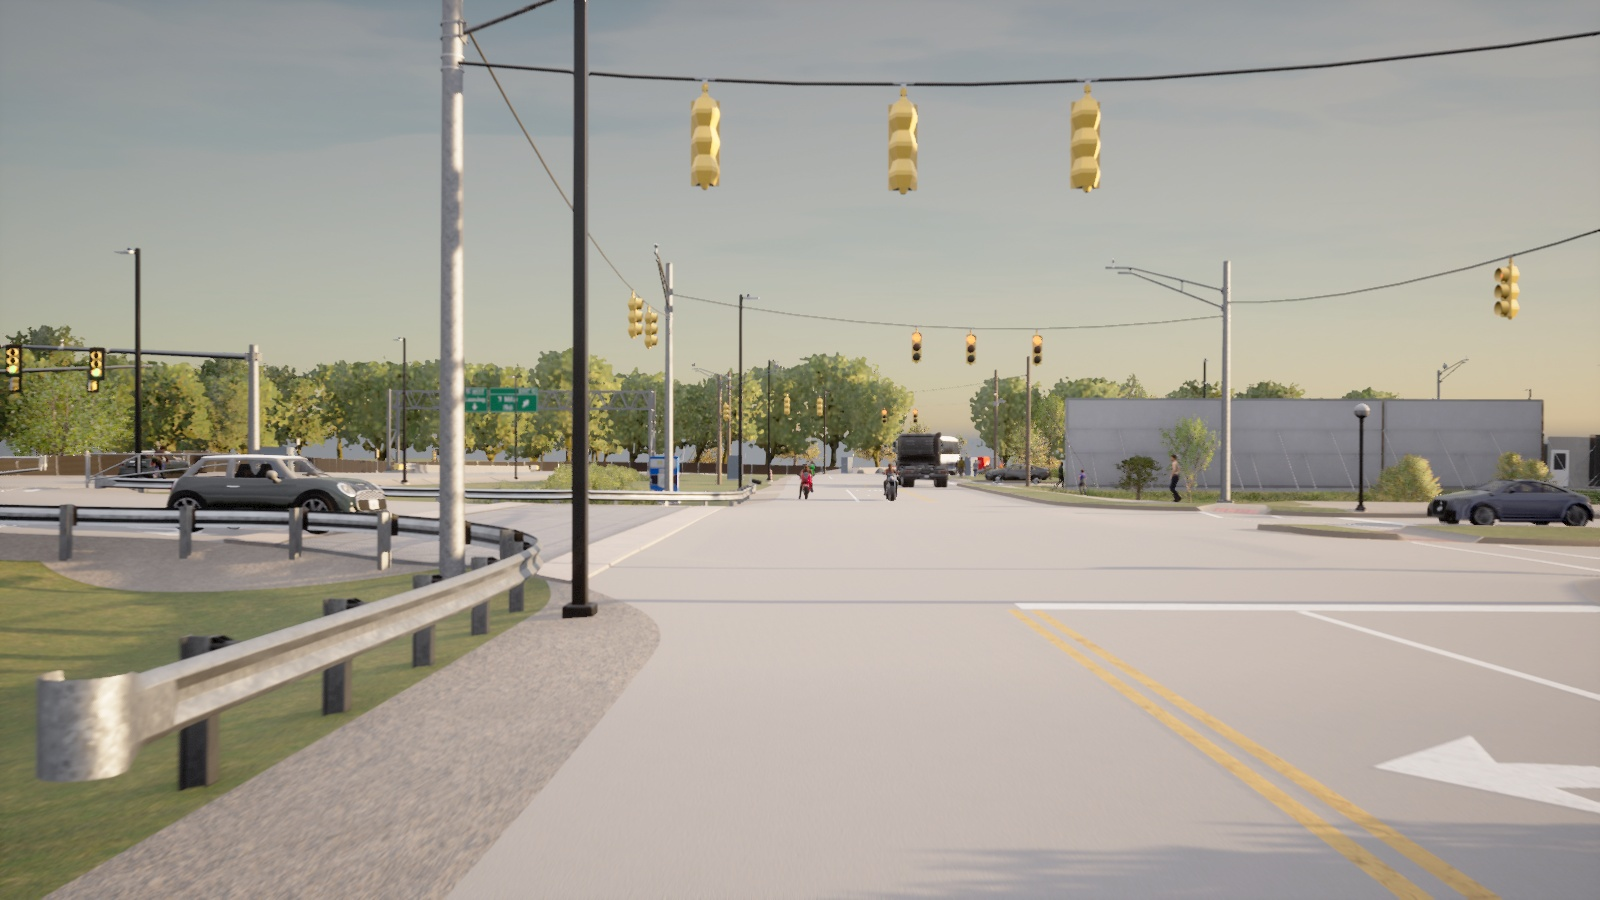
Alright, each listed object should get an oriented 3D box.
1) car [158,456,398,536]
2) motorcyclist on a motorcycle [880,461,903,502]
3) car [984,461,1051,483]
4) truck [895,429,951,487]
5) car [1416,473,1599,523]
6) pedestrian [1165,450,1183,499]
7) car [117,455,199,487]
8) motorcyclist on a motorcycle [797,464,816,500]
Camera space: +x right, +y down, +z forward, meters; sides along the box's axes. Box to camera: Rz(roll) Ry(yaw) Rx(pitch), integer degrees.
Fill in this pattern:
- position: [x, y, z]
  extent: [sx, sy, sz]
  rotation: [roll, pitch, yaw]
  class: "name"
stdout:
- position: [-10.036, 0.874, 24.343]
  extent: [3.806, 1.475, 1.970]
  rotation: [0, -1, 5]
  class: "car"
- position: [3.828, 1.314, 52.909]
  extent: [0.766, 1.649, 2.350]
  rotation: [0, 0, -1]
  class: "motorcyclist on a motorcycle"
- position: [16.464, 1.638, 95.128]
  extent: [4.902, 1.511, 2.128]
  rotation: [1, 1, 10]
  class: "car"
- position: [7.685, 0.510, 79.399]
  extent: [2.891, 3.462, 7.936]
  rotation: [0, 0, 1]
  class: "truck"
- position: [20.349, 1.361, 36.243]
  extent: [4.181, 1.385, 1.994]
  rotation: [0, 0, 0]
  class: "car"
- position: [14.102, 0.930, 47.357]
  extent: [0.594, 1.836, 0.345]
  rotation: [0, 1, 38]
  class: "pedestrian"
- position: [-30.734, 0.997, 60.219]
  extent: [1.970, 1.475, 3.806]
  rotation: [0, -1, 1]
  class: "car"
- position: [0.285, 1.371, 54.344]
  extent: [0.797, 1.523, 2.044]
  rotation: [0, -1, 1]
  class: "motorcyclist on a motorcycle"
